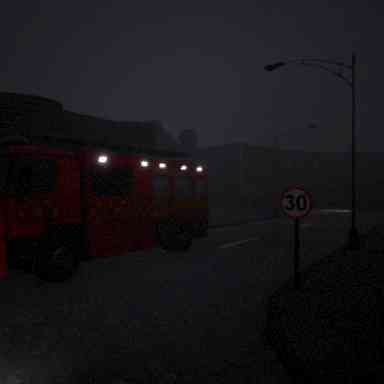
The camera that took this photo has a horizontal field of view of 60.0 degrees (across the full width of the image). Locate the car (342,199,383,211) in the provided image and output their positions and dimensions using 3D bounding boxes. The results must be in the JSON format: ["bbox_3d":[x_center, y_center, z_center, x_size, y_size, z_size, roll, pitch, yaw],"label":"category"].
[{"bbox_3d":[20.983,1.547,40.118,5.357,1.411,2.033,0,0,-13],"label":"car"}]

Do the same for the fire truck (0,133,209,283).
[{"bbox_3d":[-2.841,0.338,11.099,2.891,3.827,8.468,0,0,36],"label":"fire truck"}]
